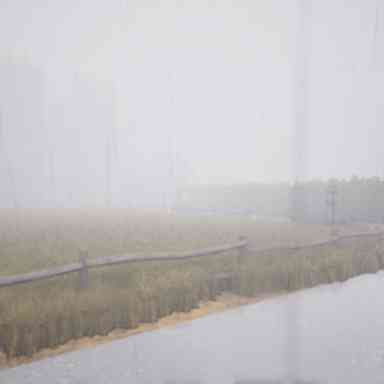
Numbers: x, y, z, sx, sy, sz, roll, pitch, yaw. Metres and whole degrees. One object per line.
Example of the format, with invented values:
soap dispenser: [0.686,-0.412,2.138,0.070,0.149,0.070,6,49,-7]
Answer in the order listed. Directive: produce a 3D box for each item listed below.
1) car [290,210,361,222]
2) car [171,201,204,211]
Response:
car: [9.482,1.965,23.727,1.895,1.301,4.718,1,-1,-36]
car: [-0.488,1.790,37.641,2.097,1.767,4.553,1,-1,-35]
